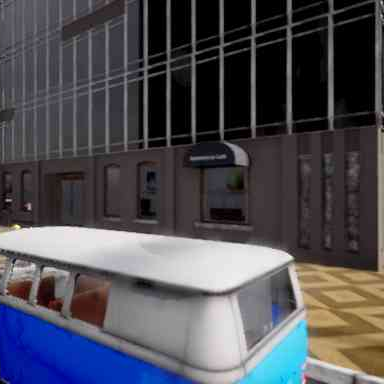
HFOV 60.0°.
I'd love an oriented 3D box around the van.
[{"bbox_3d":[-0.869,1.341,3.495,3.998,1.788,1.690,0,0,35],"label":"van"}]
